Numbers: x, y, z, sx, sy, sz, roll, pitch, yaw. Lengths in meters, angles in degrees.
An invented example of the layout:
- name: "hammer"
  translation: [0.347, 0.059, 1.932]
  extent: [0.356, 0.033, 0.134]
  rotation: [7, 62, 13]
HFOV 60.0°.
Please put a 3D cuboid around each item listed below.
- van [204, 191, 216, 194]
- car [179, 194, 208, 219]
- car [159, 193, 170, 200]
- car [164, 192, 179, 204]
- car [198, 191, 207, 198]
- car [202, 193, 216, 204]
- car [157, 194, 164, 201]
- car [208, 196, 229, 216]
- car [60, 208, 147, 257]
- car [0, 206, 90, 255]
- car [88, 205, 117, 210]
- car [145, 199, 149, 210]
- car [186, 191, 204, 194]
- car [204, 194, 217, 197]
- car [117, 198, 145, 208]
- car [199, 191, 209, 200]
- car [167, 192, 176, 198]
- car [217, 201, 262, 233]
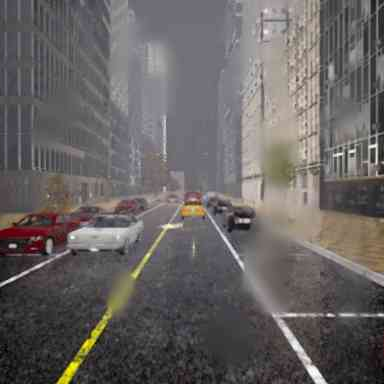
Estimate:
- name: "van"
  translation: [2.689, 0.987, 46.948]
  extent: [1.690, 1.788, 3.998]
  rotation: [0, 0, 0]
- name: "car"
  translation: [0.096, 1.258, 27.037]
  extent: [1.801, 1.575, 5.366]
  rotation: [0, 1, 0]
- name: "car"
  translation: [-5.694, 1.006, 69.727]
  extent: [2.008, 1.369, 4.403]
  rotation: [0, 0, 0]
- name: "car"
  translation: [-3.076, 1.112, 54.138]
  extent: [1.812, 1.442, 4.674]
  rotation: [0, 0, 0]
- name: "car"
  translation: [2.686, 0.622, 86.790]
  extent: [2.192, 1.841, 5.009]
  rotation: [0, 1, 0]
- name: "car"
  translation: [2.689, 1.039, 52.639]
  extent: [1.967, 1.590, 4.097]
  rotation: [0, 0, 0]
- name: "car"
  translation: [-5.693, 1.030, 63.863]
  extent: [1.752, 1.417, 4.829]
  rotation: [0, 0, 0]
- name: "car"
  translation: [2.690, 1.345, 29.872]
  extent: [1.947, 1.339, 4.313]
  rotation: [0, 0, 0]
- name: "car"
  translation: [-3.102, 1.508, 12.764]
  extent: [1.895, 1.301, 4.718]
  rotation: [0, 0, 0]
- name: "car"
  translation: [-5.689, 1.452, 12.801]
  extent: [1.887, 1.381, 4.507]
  rotation: [0, 0, 0]
- name: "car"
  translation: [-5.690, 1.447, 18.495]
  extent: [1.802, 1.307, 4.206]
  rotation: [0, 0, 0]
- name: "car"
  translation: [-5.691, 1.301, 35.572]
  extent: [1.947, 1.339, 4.313]
  rotation: [0, 0, 0]
- name: "car"
  translation: [0.086, 0.903, 42.709]
  extent: [2.150, 2.045, 5.566]
  rotation: [0, 1, 0]
- name: "car"
  translation: [2.689, 1.257, 41.256]
  extent: [1.947, 1.339, 4.313]
  rotation: [0, 0, 0]
- name: "car"
  translation: [-5.691, 1.324, 29.879]
  extent: [1.887, 1.381, 4.507]
  rotation: [0, 0, 0]
- name: "car"
  translation: [2.687, 0.721, 75.406]
  extent: [2.192, 1.841, 5.009]
  rotation: [0, 0, 0]
- name: "car"
  translation: [-5.696, 0.807, 92.495]
  extent: [2.008, 1.369, 4.403]
  rotation: [0, 1, 0]
- name: "car"
  translation: [2.691, 1.431, 18.488]
  extent: [1.947, 1.339, 4.313]
  rotation: [0, 0, 0]
